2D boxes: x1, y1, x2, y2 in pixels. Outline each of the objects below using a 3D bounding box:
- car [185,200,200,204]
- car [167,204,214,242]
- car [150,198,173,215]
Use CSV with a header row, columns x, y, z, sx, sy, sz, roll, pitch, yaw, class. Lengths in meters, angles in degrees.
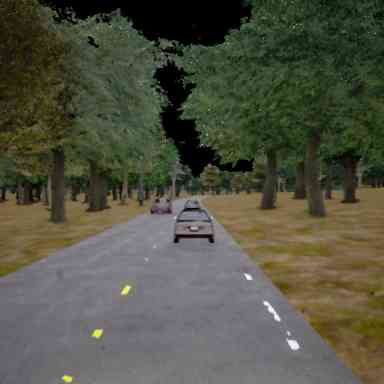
x,y,z,sx,sy,sz,roll,pitch,yaw,class
0.053,1.601,39.803,1.994,1.385,4.181,0,0,0,car
0.083,1.556,16.356,2.033,1.411,5.357,0,0,0,car
-3.115,1.382,34.568,2.097,1.767,4.553,0,0,0,car
